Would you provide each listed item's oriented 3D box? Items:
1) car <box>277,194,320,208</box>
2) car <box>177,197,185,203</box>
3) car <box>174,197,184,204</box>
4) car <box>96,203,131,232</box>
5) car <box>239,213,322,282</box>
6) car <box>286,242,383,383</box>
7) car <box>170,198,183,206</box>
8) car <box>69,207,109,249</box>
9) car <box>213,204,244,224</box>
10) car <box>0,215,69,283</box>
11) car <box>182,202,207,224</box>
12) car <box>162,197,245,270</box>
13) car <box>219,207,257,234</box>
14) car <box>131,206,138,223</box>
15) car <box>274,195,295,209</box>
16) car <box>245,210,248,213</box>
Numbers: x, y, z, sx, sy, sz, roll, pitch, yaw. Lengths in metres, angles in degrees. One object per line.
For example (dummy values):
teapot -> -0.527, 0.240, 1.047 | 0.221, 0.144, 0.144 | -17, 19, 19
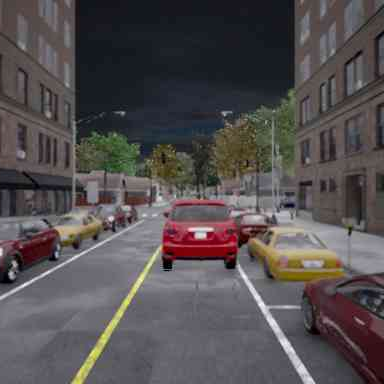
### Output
car -> 15.640, 1.319, 48.978 | 5.566, 2.045, 2.150 | 0, 0, -1
car -> -2.719, 1.897, 81.538 | 1.812, 1.442, 4.674 | 0, 0, 0
car -> -2.736, 1.871, 71.287 | 1.994, 1.385, 4.181 | 0, 0, 0
car -> -5.302, 1.520, 20.550 | 1.967, 1.590, 4.097 | 0, 0, 0
car -> 2.677, 1.562, 9.651 | 1.752, 1.417, 4.829 | 0, 0, 0
car -> 2.653, 1.597, 3.962 | 1.802, 1.307, 4.206 | 0, 0, 0
car -> -2.791, 1.815, 61.399 | 2.033, 1.411, 5.357 | 0, 0, 1
car -> -5.326, 1.582, 14.860 | 1.752, 1.417, 4.829 | 0, 0, 0
car -> 2.747, 1.669, 26.035 | 1.947, 1.339, 4.313 | 0, 0, 0
car -> -5.349, 1.476, 9.512 | 1.967, 1.590, 4.097 | 0, 0, 0
car -> 0.213, 1.611, 26.911 | 1.837, 1.490, 4.892 | 0, 0, 0
car -> 0.168, 1.261, 11.373 | 2.150, 2.045, 5.566 | 0, -1, -1
car -> 2.724, 1.663, 20.516 | 1.802, 1.307, 4.206 | 0, 0, 0
car -> -5.278, 1.684, 26.068 | 1.802, 1.307, 4.206 | 0, 0, 0
car -> 13.576, 1.448, 45.705 | 4.553, 1.767, 2.097 | 0, 0, 0
car -> 2.700, 1.603, 14.999 | 1.887, 1.381, 4.507 | 0, 0, 0
